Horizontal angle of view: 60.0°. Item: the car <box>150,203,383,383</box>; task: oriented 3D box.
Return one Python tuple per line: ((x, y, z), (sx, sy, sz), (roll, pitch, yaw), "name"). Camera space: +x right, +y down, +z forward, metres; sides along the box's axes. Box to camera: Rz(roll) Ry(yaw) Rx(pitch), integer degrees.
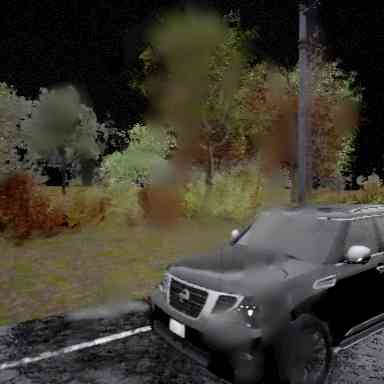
((2.079, 1.234, 5.468), (5.566, 2.045, 2.150), (0, 0, -35), "car")
